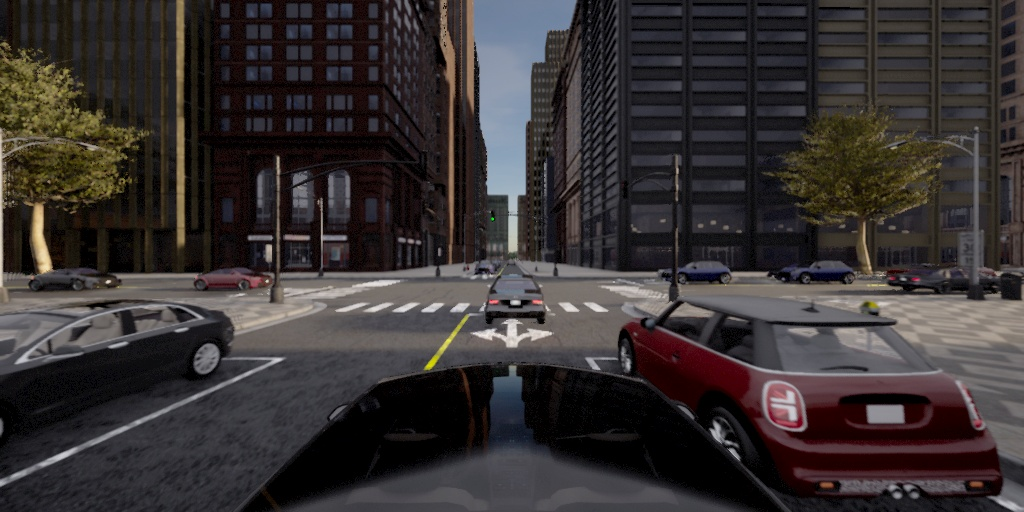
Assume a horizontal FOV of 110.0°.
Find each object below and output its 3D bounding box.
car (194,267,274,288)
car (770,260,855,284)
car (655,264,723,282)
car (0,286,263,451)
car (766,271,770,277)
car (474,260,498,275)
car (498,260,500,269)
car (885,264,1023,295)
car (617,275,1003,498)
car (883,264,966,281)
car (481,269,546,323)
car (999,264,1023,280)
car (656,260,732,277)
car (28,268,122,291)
[{"bbox_3d":[-17.467,1.419,22.675,4.181,1.385,1.994,0,0,0],"label":"car"},{"bbox_3d":[22.060,1.104,26.214,4.553,1.767,2.097,0,0,0],"label":"car"},{"bbox_3d":[14.459,1.362,29.447,4.718,1.301,1.895,0,0,-3],"label":"car"},{"bbox_3d":[-5.763,1.308,4.583,2.007,1.370,4.403,0,0,0],"label":"car"},{"bbox_3d":[24.105,1.287,29.471,5.357,1.411,2.033,0,0,0],"label":"car"},{"bbox_3d":[-3.060,1.218,40.901,2.097,1.767,4.553,0,0,0],"label":"car"},{"bbox_3d":[-3.080,1.464,50.860,1.994,1.385,4.181,0,0,0],"label":"car"},{"bbox_3d":[23.797,1.311,19.535,5.357,1.411,2.033,0,0,0],"label":"car"},{"bbox_3d":[2.762,1.197,4.586,1.967,1.591,4.097,0,0,0],"label":"car"},{"bbox_3d":[33.816,1.320,29.484,4.718,1.301,1.895,0,0,0],"label":"car"},{"bbox_3d":[0.097,1.329,12.251,2.033,1.411,5.357,0,0,0],"label":"car"},{"bbox_3d":[43.662,1.302,29.468,4.718,1.301,1.895,0,0,0],"label":"car"},{"bbox_3d":[13.344,1.123,26.194,4.553,1.767,2.097,0,0,0],"label":"car"},{"bbox_3d":[-27.474,1.447,22.655,4.181,1.385,1.994,0,0,0],"label":"car"}]
